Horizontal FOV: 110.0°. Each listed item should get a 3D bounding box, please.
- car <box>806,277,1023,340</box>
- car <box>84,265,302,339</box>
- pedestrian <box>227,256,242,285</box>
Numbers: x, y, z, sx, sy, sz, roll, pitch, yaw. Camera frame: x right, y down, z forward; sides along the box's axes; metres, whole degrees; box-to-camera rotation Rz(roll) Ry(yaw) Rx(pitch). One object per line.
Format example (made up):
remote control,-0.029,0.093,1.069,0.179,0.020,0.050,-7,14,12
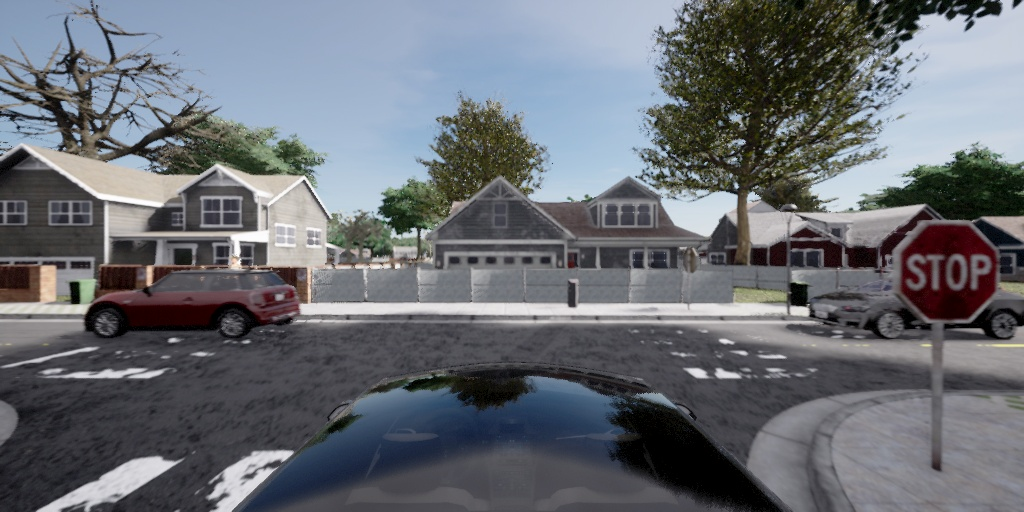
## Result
car,10.940,1.340,9.871,4.902,1.511,2.128,0,0,-1
car,-8.393,1.130,9.680,4.553,1.767,2.097,0,0,-1
pedestrian,-9.772,0.910,12.575,0.375,1.860,0.375,0,0,-1
